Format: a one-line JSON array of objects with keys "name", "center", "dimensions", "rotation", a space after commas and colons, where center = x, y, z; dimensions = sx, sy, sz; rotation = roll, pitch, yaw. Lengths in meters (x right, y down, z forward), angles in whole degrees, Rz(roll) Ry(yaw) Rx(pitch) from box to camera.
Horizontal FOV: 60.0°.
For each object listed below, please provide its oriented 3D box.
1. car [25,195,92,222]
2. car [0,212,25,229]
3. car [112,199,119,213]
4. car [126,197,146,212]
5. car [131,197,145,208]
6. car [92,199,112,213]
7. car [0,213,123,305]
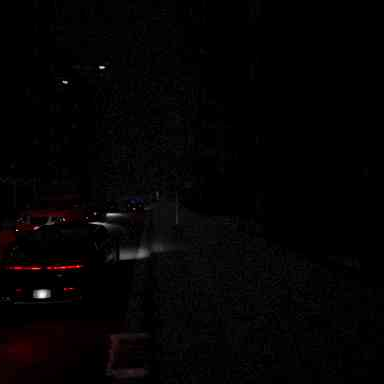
[{"name": "car", "center": [-6.786, 1.182, 16.678], "dimensions": [2.150, 2.045, 5.566], "rotation": [0, 0, -7]}, {"name": "car", "center": [-5.584, 1.323, 7.124], "dimensions": [2.097, 1.767, 4.553], "rotation": [0, 0, -8]}, {"name": "car", "center": [-9.226, 1.485, 36.883], "dimensions": [2.033, 1.411, 5.357], "rotation": [0, 0, -7]}, {"name": "car", "center": [-6.554, 1.554, 38.542], "dimensions": [1.895, 1.301, 4.718], "rotation": [0, 0, -6]}, {"name": "car", "center": [-7.841, 1.475, 48.648], "dimensions": [1.812, 1.442, 4.674], "rotation": [0, 0, -7]}, {"name": "car", "center": [-8.033, 1.496, 26.854], "dimensions": [2.033, 1.411, 5.357], "rotation": [0, 0, -7]}, {"name": "car", "center": [-2.861, 1.491, 8.093], "dimensions": [1.837, 1.490, 4.892], "rotation": [0, 0, -7]}]
